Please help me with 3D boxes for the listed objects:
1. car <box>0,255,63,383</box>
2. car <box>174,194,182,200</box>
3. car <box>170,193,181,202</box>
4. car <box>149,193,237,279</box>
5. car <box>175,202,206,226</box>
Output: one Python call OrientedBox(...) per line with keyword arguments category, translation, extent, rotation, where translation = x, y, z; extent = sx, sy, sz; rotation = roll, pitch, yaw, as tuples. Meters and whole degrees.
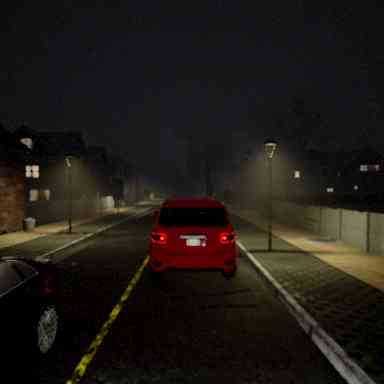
OrientedBox(category="car", translation=(-2.865, 1.475, 3.164), extent=(2.128, 1.511, 4.902), rotation=(0, 0, 0))
OrientedBox(category="car", translation=(-3.377, 1.150, 82.614), extent=(1.812, 1.442, 4.674), rotation=(0, 0, 0))
OrientedBox(category="car", translation=(-3.267, 1.051, 66.887), extent=(2.097, 1.767, 4.553), rotation=(0, 0, 0))
OrientedBox(category="car", translation=(0.014, 1.177, 10.045), extent=(2.150, 2.045, 5.566), rotation=(0, 1, 0))
OrientedBox(category="car", translation=(-0.093, 1.457, 22.917), extent=(1.994, 1.385, 4.181), rotation=(0, 0, 0))
